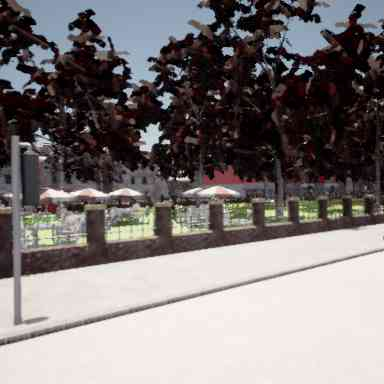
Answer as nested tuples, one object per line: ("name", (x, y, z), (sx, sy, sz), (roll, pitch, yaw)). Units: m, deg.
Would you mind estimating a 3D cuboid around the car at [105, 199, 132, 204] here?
("car", (-11.707, 1.727, 51.871), (5.357, 1.411, 2.033), (-1, 0, -36))
